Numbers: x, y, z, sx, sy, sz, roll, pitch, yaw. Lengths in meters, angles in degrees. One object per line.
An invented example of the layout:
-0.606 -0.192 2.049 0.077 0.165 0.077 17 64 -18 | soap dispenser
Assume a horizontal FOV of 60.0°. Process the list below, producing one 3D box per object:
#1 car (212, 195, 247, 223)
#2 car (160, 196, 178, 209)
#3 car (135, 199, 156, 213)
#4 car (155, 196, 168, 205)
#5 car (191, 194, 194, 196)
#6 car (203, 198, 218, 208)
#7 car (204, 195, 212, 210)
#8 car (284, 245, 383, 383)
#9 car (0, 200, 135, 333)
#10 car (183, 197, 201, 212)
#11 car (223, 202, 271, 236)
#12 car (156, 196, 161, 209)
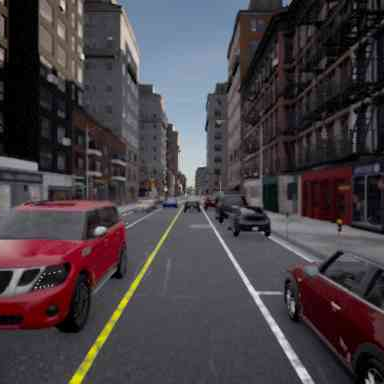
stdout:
2.966 1.224 25.267 2.150 2.045 5.566 0 0 0 | car
-2.865 1.474 45.080 1.882 1.535 5.008 0 0 0 | car
-5.410 1.519 37.106 1.752 1.417 4.829 0 0 0 | car
-5.424 1.449 59.090 1.967 1.590 4.097 0 0 0 | car
0.000 1.478 49.981 1.882 1.535 5.008 0 0 0 | car
2.608 1.565 48.185 1.947 1.339 4.313 0 0 0 | car
2.611 1.311 42.731 2.192 1.841 5.009 0 0 0 | car
2.635 1.440 4.551 1.967 1.590 4.097 0 0 0 | car
-2.846 1.224 7.157 2.150 2.045 5.566 0 0 0 | car
0.026 1.499 39.167 1.837 1.490 4.892 0 0 0 | car
3.009 1.501 18.237 1.837 1.490 4.892 0 0 0 | car
-5.413 1.578 42.729 1.802 1.307 4.206 0 0 0 | car
